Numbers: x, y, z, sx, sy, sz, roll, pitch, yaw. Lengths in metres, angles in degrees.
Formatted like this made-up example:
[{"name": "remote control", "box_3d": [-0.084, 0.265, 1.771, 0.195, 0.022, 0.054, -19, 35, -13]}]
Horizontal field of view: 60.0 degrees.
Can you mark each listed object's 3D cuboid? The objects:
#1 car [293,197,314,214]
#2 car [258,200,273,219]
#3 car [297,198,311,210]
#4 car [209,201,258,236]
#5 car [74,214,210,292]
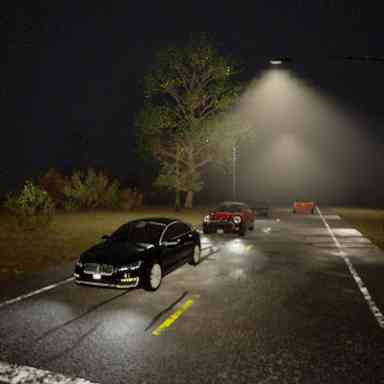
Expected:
[{"name": "car", "box_3d": [12.556, 1.430, 37.374, 2.097, 1.767, 4.553, 0, 0, 20]}, {"name": "car", "box_3d": [6.184, 1.537, 30.189, 1.882, 1.535, 5.008, 0, 0, 19]}, {"name": "car", "box_3d": [15.723, 1.626, 46.605, 1.812, 1.442, 4.674, 0, 0, 19]}, {"name": "car", "box_3d": [2.135, 1.388, 18.641, 2.097, 1.767, 4.553, 0, 0, 19]}, {"name": "car", "box_3d": [-1.169, 1.521, 9.241, 1.837, 1.490, 4.892, 0, 0, 20]}]
